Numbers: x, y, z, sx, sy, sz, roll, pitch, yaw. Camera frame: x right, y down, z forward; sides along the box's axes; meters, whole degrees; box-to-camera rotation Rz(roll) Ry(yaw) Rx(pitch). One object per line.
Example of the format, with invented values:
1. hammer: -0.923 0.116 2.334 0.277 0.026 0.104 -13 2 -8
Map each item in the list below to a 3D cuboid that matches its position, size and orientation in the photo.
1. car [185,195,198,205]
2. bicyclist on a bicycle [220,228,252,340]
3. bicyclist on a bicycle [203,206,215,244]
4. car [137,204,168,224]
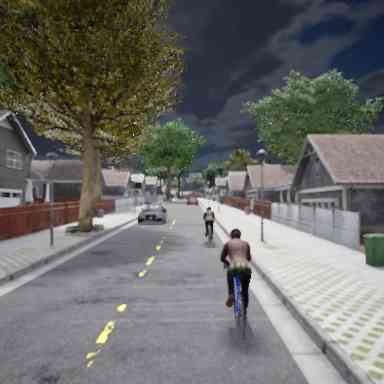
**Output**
1. car: 0.122 1.688 62.467 1.994 1.385 4.181 0 0 0
2. bicyclist on a bicycle: 0.763 1.458 5.636 0.582 1.620 1.656 0 0 0
3. bicyclist on a bicycle: 0.766 1.469 14.651 0.582 1.620 1.656 0 0 0
4. car: -2.840 1.598 24.853 1.994 1.385 4.181 0 0 0
